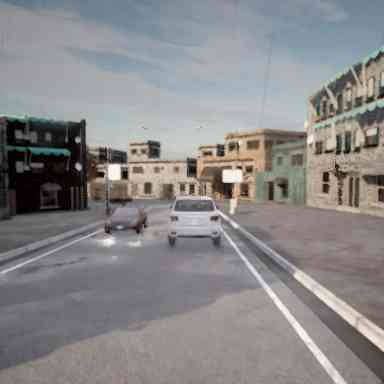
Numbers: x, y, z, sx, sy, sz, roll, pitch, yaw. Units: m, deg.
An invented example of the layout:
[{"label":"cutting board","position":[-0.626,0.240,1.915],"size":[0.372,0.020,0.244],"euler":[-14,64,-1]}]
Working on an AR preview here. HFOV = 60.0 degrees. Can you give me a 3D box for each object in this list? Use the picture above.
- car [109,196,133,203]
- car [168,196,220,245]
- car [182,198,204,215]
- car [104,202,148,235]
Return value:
[{"label":"car","position":[-13.108,1.400,61.263],"size":[4.718,1.301,1.895],"euler":[-1,2,34]},{"label":"car","position":[0.110,1.202,15.598],"size":[2.150,2.045,5.566],"euler":[0,0,0]},{"label":"car","position":[0.098,1.438,34.222],"size":[2.033,1.411,5.357],"euler":[0,1,0]},{"label":"car","position":[-3.601,1.498,18.946],"size":[1.812,1.442,4.674],"euler":[0,0,0]}]
